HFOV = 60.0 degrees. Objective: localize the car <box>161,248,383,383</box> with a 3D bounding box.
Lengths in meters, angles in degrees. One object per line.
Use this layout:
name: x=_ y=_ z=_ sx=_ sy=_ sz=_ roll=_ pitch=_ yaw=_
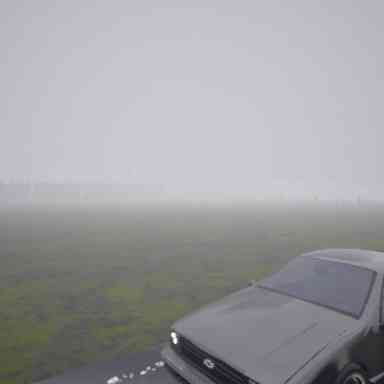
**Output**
car: x=2.267 y=1.569 z=4.677 sx=5.357 sy=1.411 sz=2.033 roll=0 pitch=0 yaw=-35
